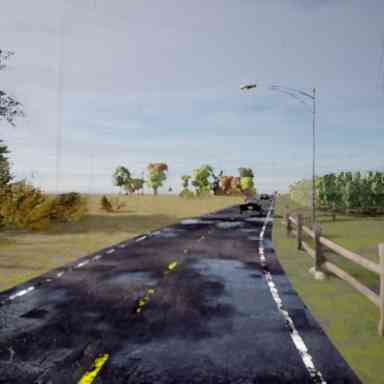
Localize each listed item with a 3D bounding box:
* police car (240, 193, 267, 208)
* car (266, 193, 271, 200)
[{"bbox_3d":[5.486,1.116,30.294,2.038,1.542,4.974,0,0,14],"label":"police car"},{"bbox_3d":[13.370,0.897,61.322,2.097,1.767,4.553,0,0,14],"label":"car"}]
